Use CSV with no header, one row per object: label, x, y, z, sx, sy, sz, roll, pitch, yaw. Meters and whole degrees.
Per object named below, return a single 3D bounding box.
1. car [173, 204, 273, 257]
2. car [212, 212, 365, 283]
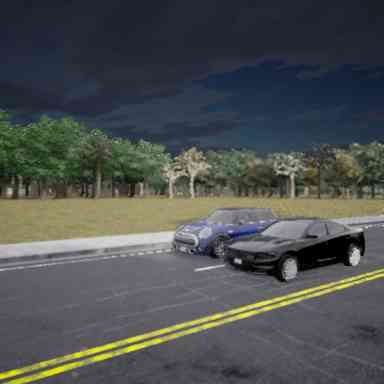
car,1.516,1.378,12.749,4.553,1.767,2.097,0,0,-36
car,3.209,1.502,9.967,5.008,1.535,1.882,0,0,-35
